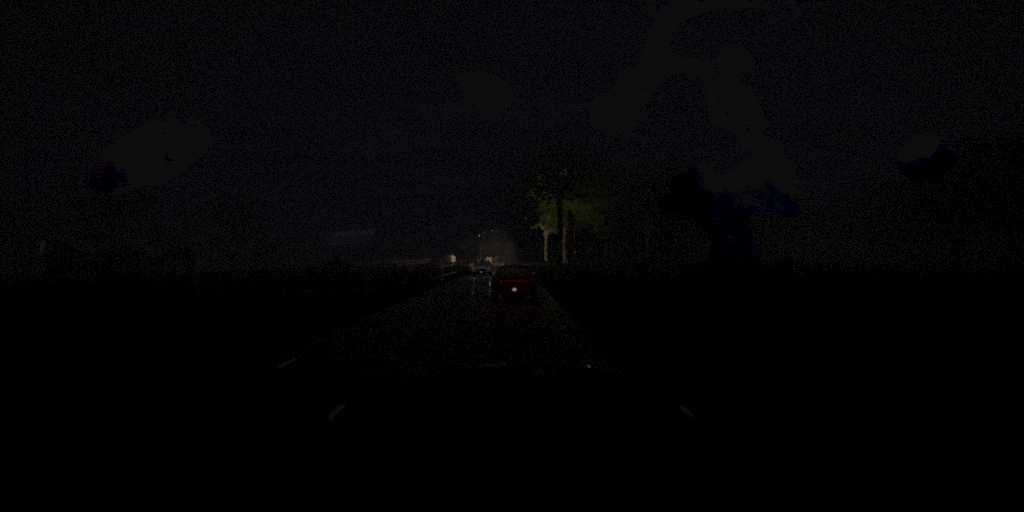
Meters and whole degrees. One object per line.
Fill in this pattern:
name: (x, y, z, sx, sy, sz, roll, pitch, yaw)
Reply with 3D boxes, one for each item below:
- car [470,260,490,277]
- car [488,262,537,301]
car: (-2.743, 1.156, 34.293, 1.812, 1.442, 4.674, 0, 0, 0)
car: (0.093, 1.125, 16.501, 1.882, 1.535, 5.008, 0, 0, 0)
